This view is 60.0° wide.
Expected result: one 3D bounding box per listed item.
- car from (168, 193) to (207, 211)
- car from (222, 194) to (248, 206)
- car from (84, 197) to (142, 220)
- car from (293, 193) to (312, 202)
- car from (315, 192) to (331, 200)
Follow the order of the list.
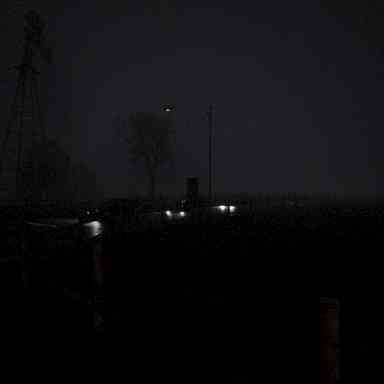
[{"bbox_3d":[-0.350,0.924,33.614,2.097,1.767,4.553,1,2,35],"label":"car"},{"bbox_3d":[5.424,1.005,41.760,1.994,1.385,4.181,1,2,35],"label":"car"},{"bbox_3d":[-5.992,1.206,25.663,1.837,1.490,4.892,1,2,35],"label":"car"},{"bbox_3d":[17.318,0.836,52.150,1.812,1.442,4.674,1,1,35],"label":"car"},{"bbox_3d":[24.707,0.710,62.577,1.994,1.385,4.181,1,1,36],"label":"car"}]
